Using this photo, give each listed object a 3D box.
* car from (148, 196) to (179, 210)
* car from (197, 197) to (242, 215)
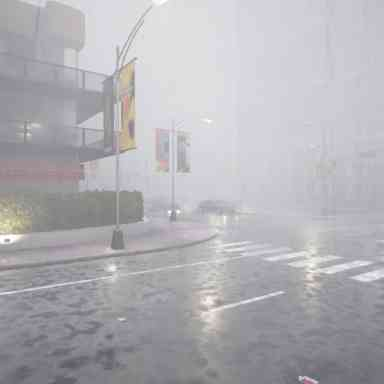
[{"bbox_3d":[-3.354,1.564,42.093,1.994,1.385,4.181,0,0,-35],"label":"car"},{"bbox_3d":[2.421,1.505,33.824,1.837,1.490,4.892,0,0,-35],"label":"car"}]
